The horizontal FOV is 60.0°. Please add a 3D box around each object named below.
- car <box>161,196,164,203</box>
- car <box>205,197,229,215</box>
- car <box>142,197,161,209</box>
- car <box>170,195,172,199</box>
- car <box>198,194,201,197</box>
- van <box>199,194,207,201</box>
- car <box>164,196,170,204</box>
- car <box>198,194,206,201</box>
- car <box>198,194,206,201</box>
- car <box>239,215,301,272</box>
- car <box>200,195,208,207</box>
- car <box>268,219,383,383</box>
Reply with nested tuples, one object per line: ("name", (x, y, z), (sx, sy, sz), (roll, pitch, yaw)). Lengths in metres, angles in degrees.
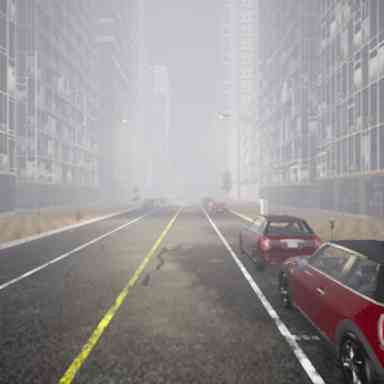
("car", (-5.734, 1.574, 50.681), (1.802, 1.307, 4.206), (0, 0, 0))
("car", (2.662, 1.548, 33.604), (1.887, 1.381, 4.507), (0, 0, 0))
("car", (-5.729, 1.542, 44.987), (1.887, 1.381, 4.507), (0, 0, 0))
("car", (-5.749, 1.541, 67.758), (1.947, 1.339, 4.313), (0, 0, 0))
("car", (2.627, 1.533, 73.449), (1.947, 1.339, 4.313), (0, 0, 0))
("van", (2.622, 1.300, 79.143), (1.690, 1.788, 3.998), (0, 0, 0))
("car", (-5.744, 1.526, 62.066), (1.887, 1.381, 4.507), (0, 0, 0))
("car", (2.636, 1.547, 62.065), (1.947, 1.339, 4.313), (0, 0, 0))
("car", (2.617, 1.391, 84.834), (1.967, 1.590, 4.097), (0, 0, 0))
("car", (2.681, 1.443, 10.834), (1.967, 1.590, 4.097), (0, 0, 0))
("car", (2.646, 1.557, 50.681), (1.947, 1.339, 4.313), (0, 0, 0))
("car", (2.687, 1.442, 5.141), (1.967, 1.590, 4.097), (0, 0, 0))
